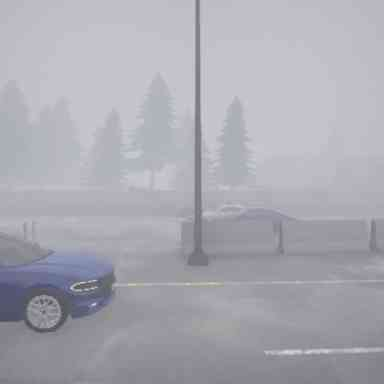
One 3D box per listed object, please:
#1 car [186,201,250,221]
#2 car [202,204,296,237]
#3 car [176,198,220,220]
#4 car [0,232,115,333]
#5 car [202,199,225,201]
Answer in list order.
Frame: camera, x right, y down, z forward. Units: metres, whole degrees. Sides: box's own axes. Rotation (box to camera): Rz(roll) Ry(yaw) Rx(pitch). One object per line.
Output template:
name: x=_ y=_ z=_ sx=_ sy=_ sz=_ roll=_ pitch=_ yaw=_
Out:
car: x=2.143 y=1.503 z=20.644 sx=4.674 sy=1.442 sz=1.812 roll=0 pitch=0 yaw=-4
car: x=3.034 y=1.504 z=17.189 sx=4.674 sy=1.442 sz=1.812 roll=0 pitch=0 yaw=-4
car: x=0.905 y=1.325 z=27.598 sx=4.553 sy=1.767 sz=2.097 roll=0 pitch=0 yaw=-3
car: x=-3.967 y=1.480 z=6.134 sx=5.008 sy=1.535 sz=1.882 roll=0 pitch=0 yaw=-1
car: x=2.913 y=1.464 z=24.195 sx=4.902 sy=1.511 sz=2.128 roll=0 pitch=0 yaw=-4
